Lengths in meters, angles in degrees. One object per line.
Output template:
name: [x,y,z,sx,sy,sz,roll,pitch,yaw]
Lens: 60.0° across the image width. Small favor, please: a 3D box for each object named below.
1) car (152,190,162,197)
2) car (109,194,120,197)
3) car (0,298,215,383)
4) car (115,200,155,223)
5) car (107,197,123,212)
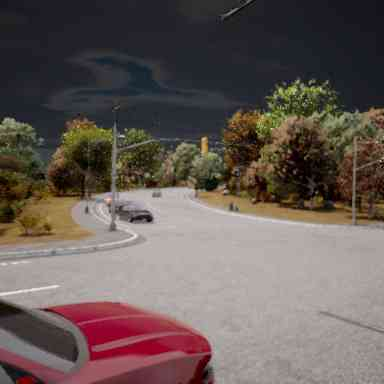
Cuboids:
car: [-7.382,0.333,70.455,2.033,1.411,5.357,1,3,-1]
car: [-10.930,1.058,46.919,2.097,1.767,4.553,2,2,-14]
car: [-2.061,1.475,2.277,5.008,1.535,1.882,1,0,-35]
car: [-4.879,1.754,28.350,2.033,1.411,5.357,2,0,-26]
car: [-8.094,1.614,37.063,1.994,1.385,4.181,2,1,-19]
